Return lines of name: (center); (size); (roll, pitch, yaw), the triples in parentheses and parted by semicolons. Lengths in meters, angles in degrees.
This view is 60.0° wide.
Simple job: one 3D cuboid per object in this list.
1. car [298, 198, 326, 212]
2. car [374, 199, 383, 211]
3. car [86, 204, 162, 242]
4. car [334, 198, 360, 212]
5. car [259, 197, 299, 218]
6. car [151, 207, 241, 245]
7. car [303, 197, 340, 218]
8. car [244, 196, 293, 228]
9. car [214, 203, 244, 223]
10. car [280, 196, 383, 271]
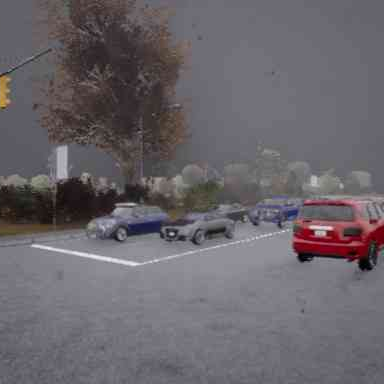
car: (14.503, 1.546, 40.074); (1.837, 1.490, 4.892); (-1, 0, 37)
car: (23.282, 1.533, 40.063); (1.895, 1.301, 4.718); (-1, 0, 35)
car: (-3.233, 1.488, 17.385); (2.097, 1.767, 4.553); (-1, 0, 39)
car: (18.533, 1.496, 39.626); (1.837, 1.490, 4.892); (-1, 0, 36)
car: (8.461, 1.447, 32.145); (2.097, 1.767, 4.553); (-1, 0, 38)
car: (0.340, 1.661, 16.245); (1.994, 1.385, 4.181); (-1, 0, 39)
car: (12.272, 1.402, 31.350); (2.097, 1.767, 4.553); (-1, 0, 37)
car: (6.171, 1.305, 23.553); (2.150, 2.045, 5.566); (-1, 0, 39)
car: (2.474, 1.630, 24.529); (1.837, 1.490, 4.892); (-1, 0, 38)
car: (5.384, 1.247, 11.404); (2.150, 2.045, 5.566); (-1, -1, 41)
